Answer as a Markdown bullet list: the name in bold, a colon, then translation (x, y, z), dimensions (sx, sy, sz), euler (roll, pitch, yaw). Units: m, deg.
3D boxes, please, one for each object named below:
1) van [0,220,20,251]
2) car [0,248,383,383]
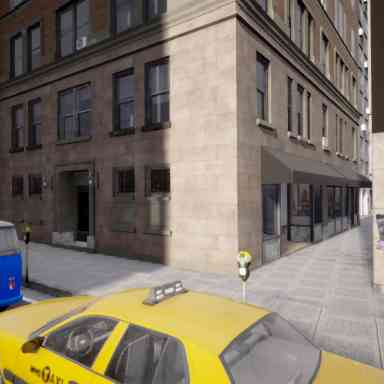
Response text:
- **van**: translation (-4.928, 1.342, 6.384), dimensions (3.998, 1.788, 1.690), euler (0, -1, 36)
- **car**: translation (-0.452, 1.526, 3.182), dimensions (4.829, 1.417, 1.752), euler (0, -1, 36)
